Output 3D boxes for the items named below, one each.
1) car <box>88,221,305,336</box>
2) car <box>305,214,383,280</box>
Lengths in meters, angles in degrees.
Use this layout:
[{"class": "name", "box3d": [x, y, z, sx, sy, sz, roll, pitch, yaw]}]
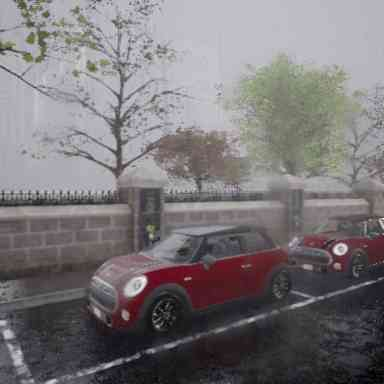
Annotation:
[{"class": "car", "box3d": [0.077, 1.439, 6.611, 4.097, 1.590, 1.967, 0, 0, -35]}, {"class": "car", "box3d": [4.662, 1.437, 9.878, 4.097, 1.590, 1.967, 0, 0, -35]}]
